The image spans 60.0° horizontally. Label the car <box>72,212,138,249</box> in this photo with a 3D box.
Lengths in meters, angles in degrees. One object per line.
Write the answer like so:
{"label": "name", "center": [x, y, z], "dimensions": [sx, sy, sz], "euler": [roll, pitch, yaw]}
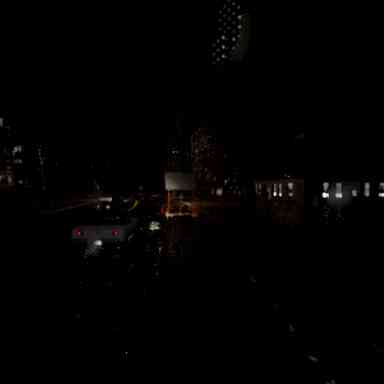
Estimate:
{"label": "car", "center": [-3.443, 1.500, 14.091], "dimensions": [1.895, 1.301, 4.718], "euler": [0, 0, -2]}

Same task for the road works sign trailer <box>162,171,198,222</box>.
{"label": "road works sign trailer", "center": [-0.792, 0.278, 24.268], "dimensions": [2.380, 3.560, 2.880], "euler": [0, 0, -5]}

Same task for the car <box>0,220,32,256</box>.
{"label": "car", "center": [-6.777, 1.537, 10.003], "dimensions": [1.895, 1.301, 4.718], "euler": [0, 0, -2]}

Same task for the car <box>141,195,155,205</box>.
{"label": "car", "center": [-6.655, 1.131, 50.063], "dimensions": [1.812, 1.442, 4.674], "euler": [0, 0, -8]}

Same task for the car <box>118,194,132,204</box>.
{"label": "car", "center": [-10.420, 1.119, 52.327], "dimensions": [1.812, 1.442, 4.674], "euler": [0, 1, -8]}

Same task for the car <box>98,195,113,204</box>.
{"label": "car", "center": [-13.754, 1.198, 52.743], "dimensions": [1.895, 1.301, 4.718], "euler": [0, 1, -8]}
